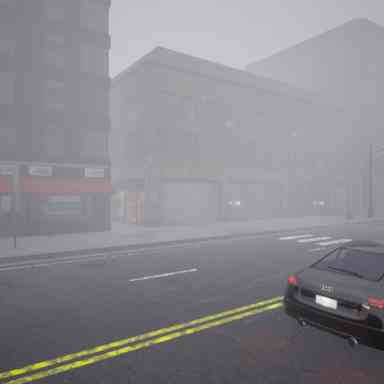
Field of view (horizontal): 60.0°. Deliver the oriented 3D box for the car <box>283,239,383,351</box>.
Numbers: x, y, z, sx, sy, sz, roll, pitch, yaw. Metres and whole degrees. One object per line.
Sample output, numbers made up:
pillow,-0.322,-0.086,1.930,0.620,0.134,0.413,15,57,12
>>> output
car,3.586,1.562,5.976,4.181,1.385,1.994,0,0,-35
